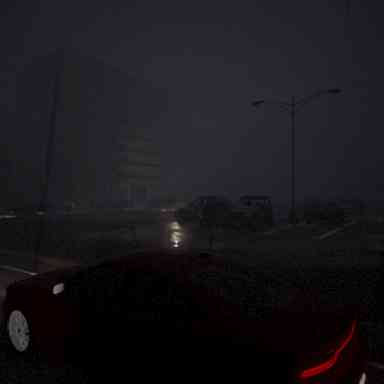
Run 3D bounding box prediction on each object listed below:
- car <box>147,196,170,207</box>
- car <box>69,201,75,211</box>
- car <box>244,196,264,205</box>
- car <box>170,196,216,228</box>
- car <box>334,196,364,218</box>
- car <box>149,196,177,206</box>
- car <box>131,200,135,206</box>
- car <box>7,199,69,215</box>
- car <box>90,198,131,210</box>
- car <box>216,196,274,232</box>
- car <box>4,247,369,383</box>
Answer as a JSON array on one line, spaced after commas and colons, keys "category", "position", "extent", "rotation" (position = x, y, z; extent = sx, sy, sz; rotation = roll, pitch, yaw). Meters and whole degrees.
[{"category": "car", "position": [-4.704, 1.489, 50.233], "extent": [2.128, 1.511, 4.902], "rotation": [0, 0, 34]}, {"category": "car", "position": [-16.171, 1.523, 39.429], "extent": [1.812, 1.442, 4.674], "rotation": [0, 0, 34]}, {"category": "car", "position": [11.504, 1.524, 61.500], "extent": [1.812, 1.442, 4.674], "rotation": [0, 0, 34]}, {"category": "car", "position": [0.948, 1.153, 20.726], "extent": [1.932, 1.855, 4.605], "rotation": [0, 0, 34]}, {"category": "car", "position": [15.339, 1.395, 32.016], "extent": [1.970, 1.475, 3.806], "rotation": [0, 0, 34]}, {"category": "car", "position": [-4.803, 1.489, 56.322], "extent": [2.128, 1.511, 4.902], "rotation": [0, 0, 34]}, {"category": "car", "position": [-10.510, 1.545, 47.885], "extent": [2.033, 1.411, 5.357], "rotation": [0, 0, 33]}, {"category": "car", "position": [-15.720, 1.545, 33.841], "extent": [2.033, 1.411, 5.357], "rotation": [0, 0, 34]}, {"category": "car", "position": [-10.378, 1.599, 41.803], "extent": [1.895, 1.301, 4.718], "rotation": [0, 0, 34]}, {"category": "car", "position": [3.316, 1.156, 19.060], "extent": [1.905, 1.878, 3.866], "rotation": [0, 0, 34]}, {"category": "car", "position": [-0.525, 1.477, 4.363], "extent": [5.008, 1.535, 1.882], "rotation": [0, 0, 35]}]
